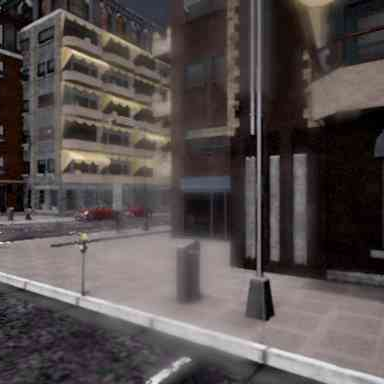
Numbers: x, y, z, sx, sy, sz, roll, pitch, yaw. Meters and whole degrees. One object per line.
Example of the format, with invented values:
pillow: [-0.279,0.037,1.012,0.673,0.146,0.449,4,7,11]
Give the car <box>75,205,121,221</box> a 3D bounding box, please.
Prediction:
car: [-9.410,1.978,32.571,1.967,1.590,4.097,-1,-2,35]

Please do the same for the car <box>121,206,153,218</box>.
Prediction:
car: [-6.169,2.220,37.225,1.802,1.307,4.206,-1,-2,35]
